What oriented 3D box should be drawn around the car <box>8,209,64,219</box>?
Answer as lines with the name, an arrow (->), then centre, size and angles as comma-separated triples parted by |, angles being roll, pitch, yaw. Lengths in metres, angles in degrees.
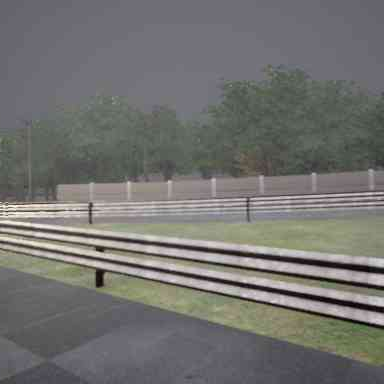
car -> -13.974, 1.709, 29.702 | 4.718, 1.301, 1.895 | -1, -1, 14
